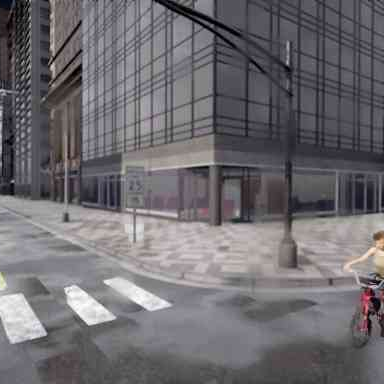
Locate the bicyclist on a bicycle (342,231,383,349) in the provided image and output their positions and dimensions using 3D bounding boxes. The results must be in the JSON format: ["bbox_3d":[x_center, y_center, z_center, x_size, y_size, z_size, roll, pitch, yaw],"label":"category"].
[{"bbox_3d":[2.753,1.386,4.926,1.509,1.612,0.866,0,1,-35],"label":"bicyclist on a bicycle"}]
